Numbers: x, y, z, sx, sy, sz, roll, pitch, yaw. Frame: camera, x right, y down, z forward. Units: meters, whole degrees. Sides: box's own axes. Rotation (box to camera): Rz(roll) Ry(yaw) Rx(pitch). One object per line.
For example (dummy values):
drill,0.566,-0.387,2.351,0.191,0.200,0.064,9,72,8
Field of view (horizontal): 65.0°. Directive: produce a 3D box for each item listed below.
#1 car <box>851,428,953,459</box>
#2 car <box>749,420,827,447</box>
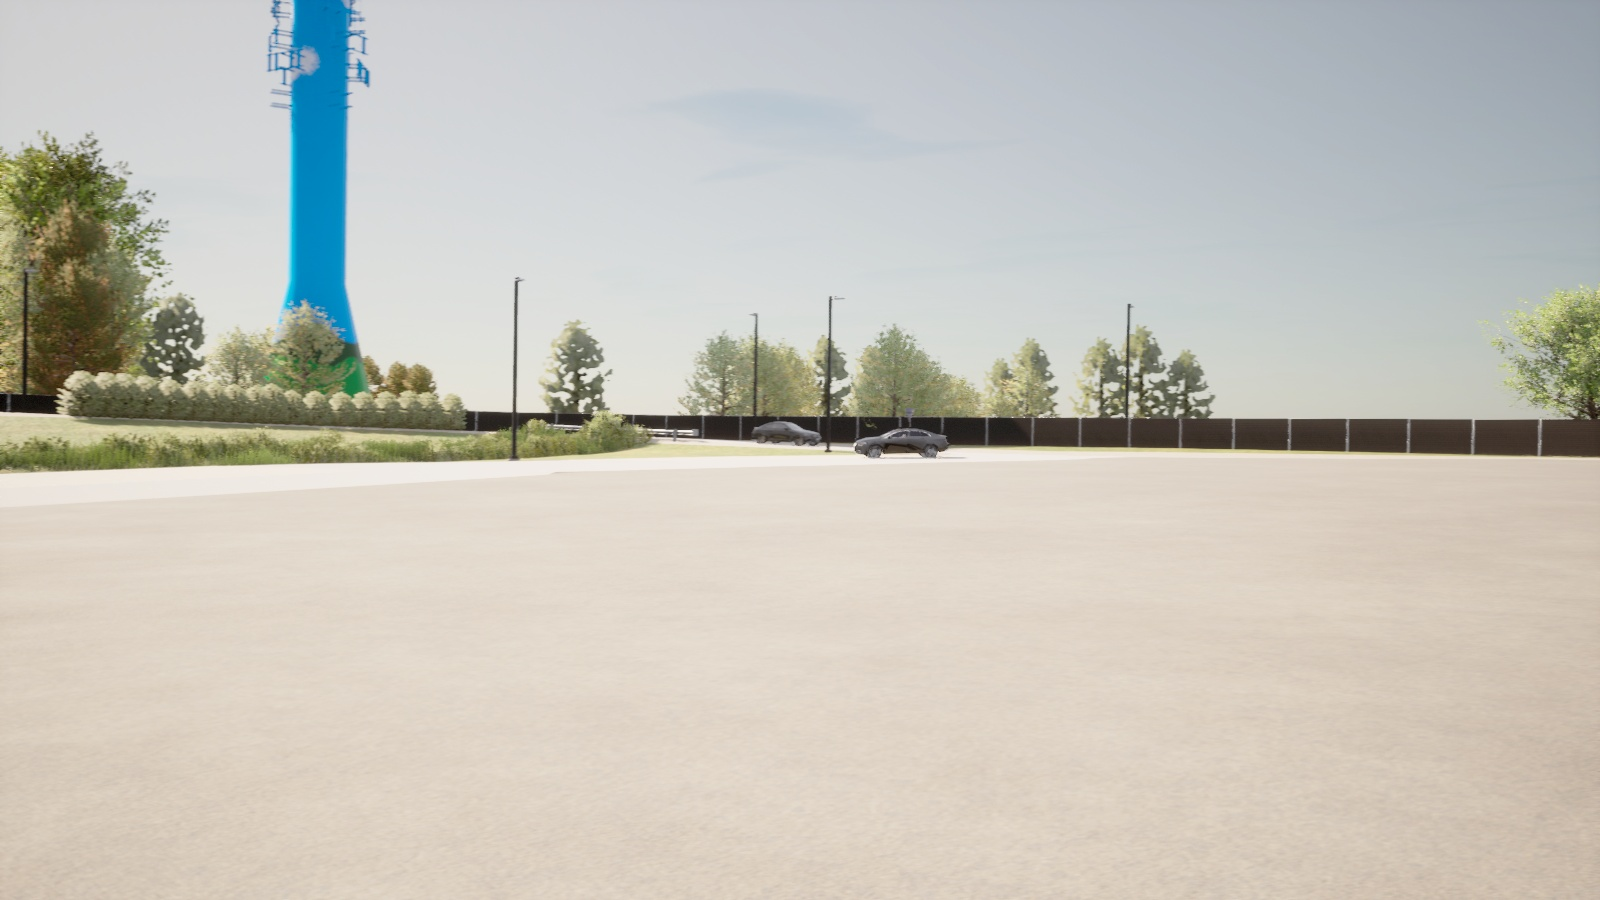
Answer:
car,5.190,-0.336,64.458,4.902,1.511,2.128,0,2,-5
car,-0.771,-1.025,79.051,4.674,1.442,1.812,4,2,32
